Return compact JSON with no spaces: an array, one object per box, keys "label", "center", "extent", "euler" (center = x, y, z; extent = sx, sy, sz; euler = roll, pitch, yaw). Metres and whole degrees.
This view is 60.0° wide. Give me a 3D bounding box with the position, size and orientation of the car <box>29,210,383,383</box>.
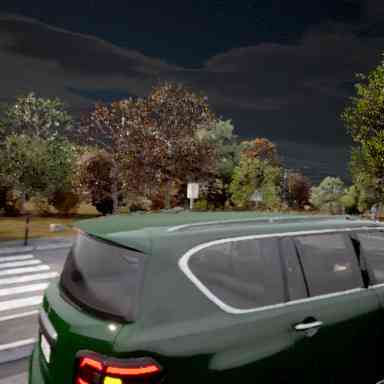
[{"label":"car","center":[1.202,1.234,3.873],"extent":[5.566,2.045,2.150],"euler":[0,0,-32]}]
